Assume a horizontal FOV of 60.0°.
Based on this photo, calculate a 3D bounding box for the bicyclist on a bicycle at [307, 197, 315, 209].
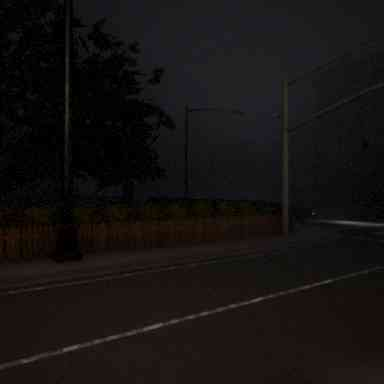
[{"bbox_3d":[14.764,1.467,41.140,1.656,1.620,0.582,0,0,-35],"label":"bicyclist on a bicycle"}]

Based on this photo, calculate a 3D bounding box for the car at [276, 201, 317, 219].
[{"bbox_3d":[8.933,1.605,30.257,2.128,1.511,4.902,0,0,-35],"label":"car"}]

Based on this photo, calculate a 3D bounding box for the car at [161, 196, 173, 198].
[{"bbox_3d":[-4.716,1.484,56.503,2.097,1.767,4.553,0,0,-35],"label":"car"}]
